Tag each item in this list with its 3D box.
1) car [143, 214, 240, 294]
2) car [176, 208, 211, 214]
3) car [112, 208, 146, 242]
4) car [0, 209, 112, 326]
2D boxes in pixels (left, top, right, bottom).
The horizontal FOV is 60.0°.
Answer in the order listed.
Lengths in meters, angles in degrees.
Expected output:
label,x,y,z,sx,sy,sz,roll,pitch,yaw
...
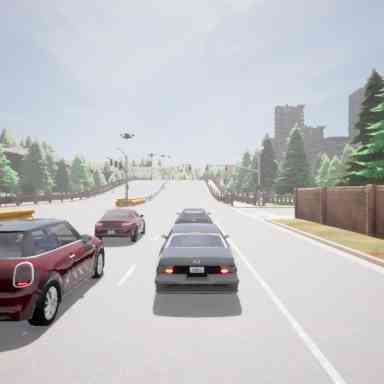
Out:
label,x,y,z,sx,sy,sz,roll,pitch,yaw
car,0.097,1.547,8.927,2.033,1.411,5.357,0,0,0
car,0.096,1.564,18.168,1.994,1.385,4.181,0,0,0
car,-3.408,1.526,16.216,1.812,1.442,4.674,0,0,-1
car,-3.403,1.352,7.222,2.097,1.767,4.553,0,0,0
